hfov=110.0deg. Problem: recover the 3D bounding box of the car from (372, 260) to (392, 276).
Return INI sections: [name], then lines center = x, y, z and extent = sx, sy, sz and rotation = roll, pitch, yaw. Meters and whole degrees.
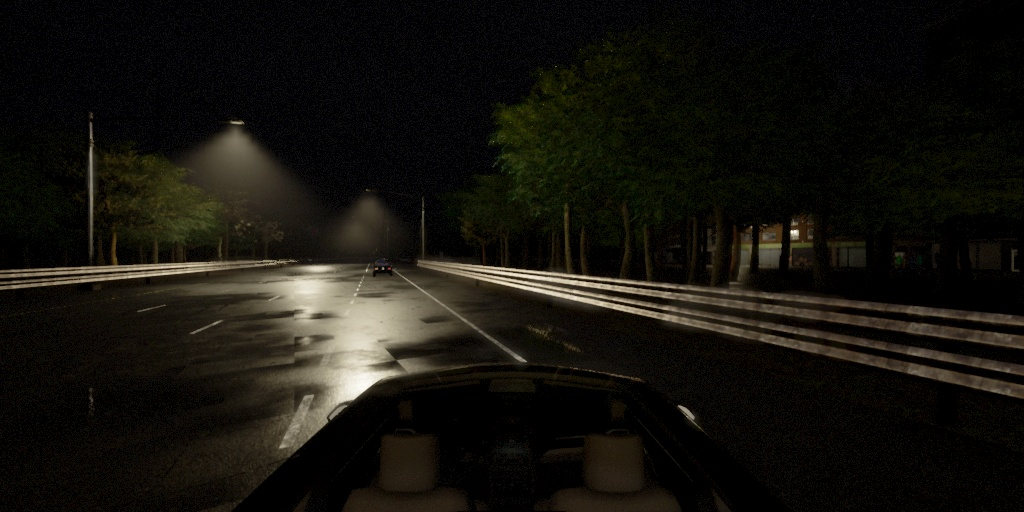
[car]
center = -13.576, 1.291, 37.526
extent = 2.033, 1.411, 5.357
rotation = 0, 0, -21
